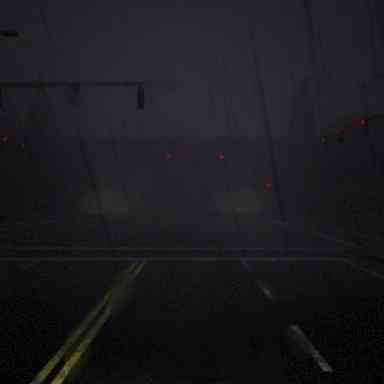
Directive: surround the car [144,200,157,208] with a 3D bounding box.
[{"bbox_3d":[-7.528,2.207,60.342,2.033,1.411,5.357,0,-1,0],"label":"car"}]
